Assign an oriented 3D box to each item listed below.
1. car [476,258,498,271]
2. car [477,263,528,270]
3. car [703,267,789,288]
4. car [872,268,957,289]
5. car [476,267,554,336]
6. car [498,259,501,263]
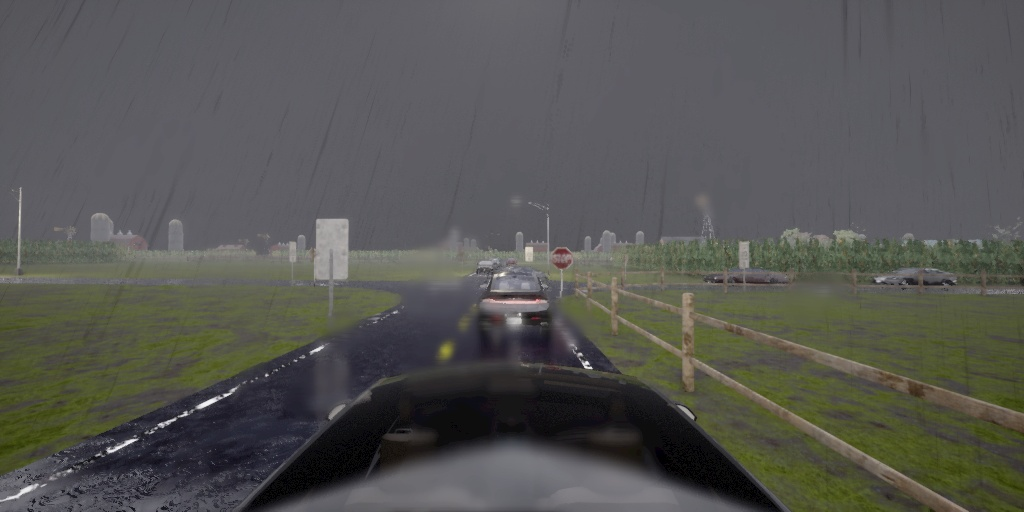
[{"bbox_3d":[-2.959,1.214,40.886,1.882,1.535,5.008,0,0,0],"label":"car"},{"bbox_3d":[0.296,1.297,22.109,4.181,1.385,1.994,1,-1,-43],"label":"car"},{"bbox_3d":[16.990,1.528,26.173,5.357,1.411,2.033,1,-1,0],"label":"car"},{"bbox_3d":[29.236,1.618,26.164,4.902,1.511,2.128,1,-1,0],"label":"car"},{"bbox_3d":[0.079,1.242,10.356,2.128,1.511,4.902,0,0,0],"label":"car"},{"bbox_3d":[-2.981,1.292,49.863,1.994,1.385,4.181,0,0,0],"label":"car"}]
